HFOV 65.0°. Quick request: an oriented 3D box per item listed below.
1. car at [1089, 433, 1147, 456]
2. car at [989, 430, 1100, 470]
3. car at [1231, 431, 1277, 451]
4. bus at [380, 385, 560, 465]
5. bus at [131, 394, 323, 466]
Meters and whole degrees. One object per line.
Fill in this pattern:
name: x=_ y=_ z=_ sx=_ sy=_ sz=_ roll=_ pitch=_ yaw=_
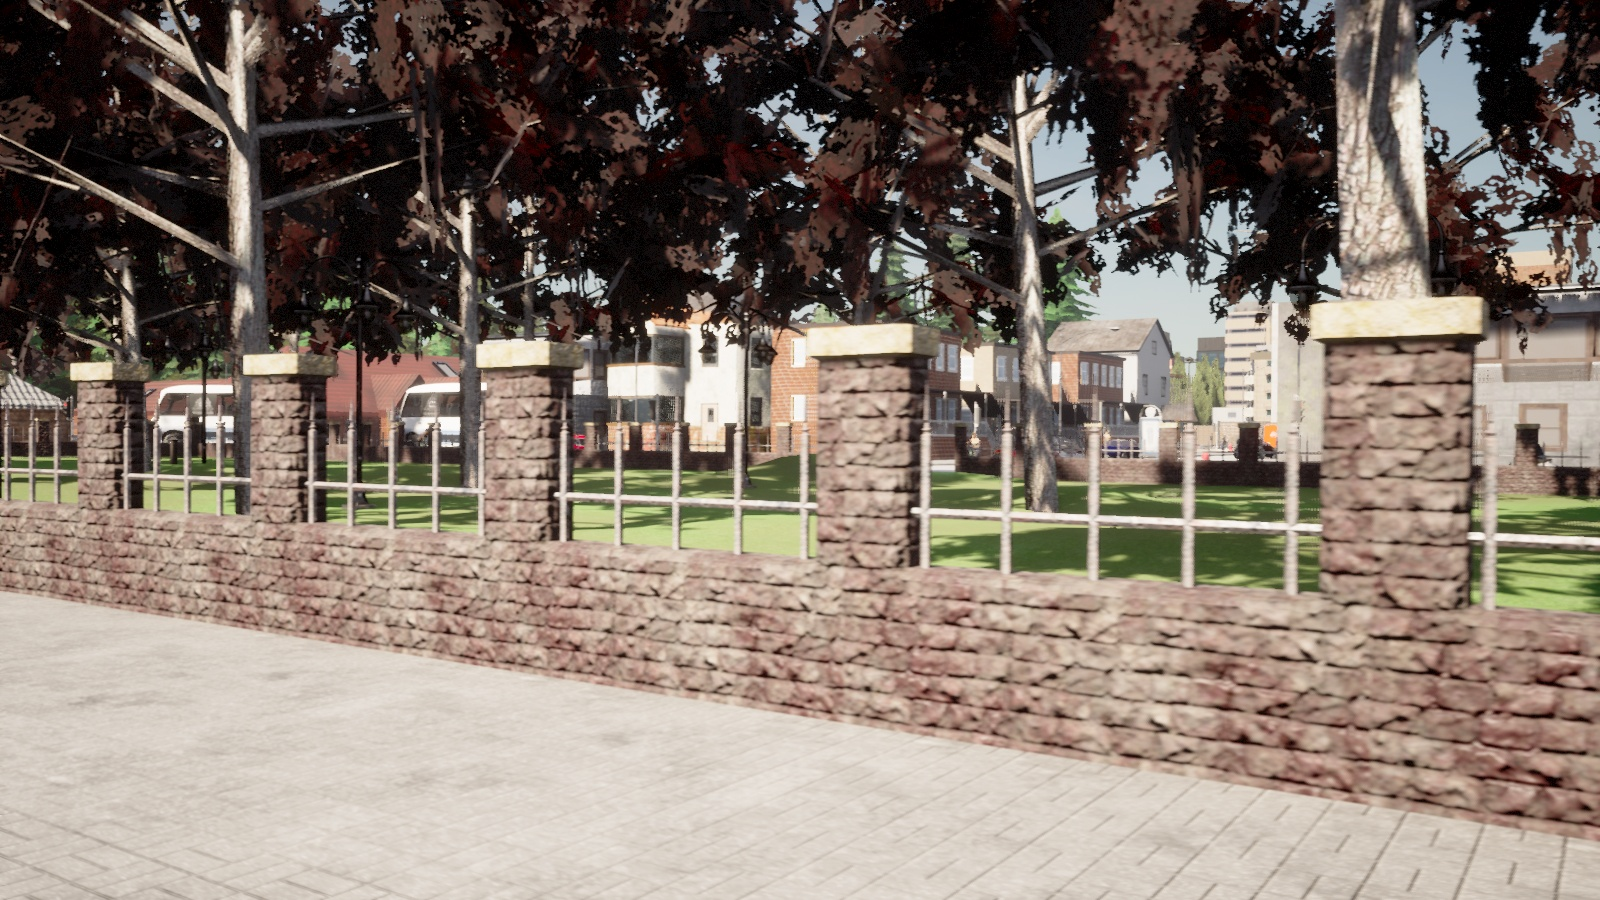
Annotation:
car: x=19.247 y=-0.331 z=75.812 sx=1.895 sy=1.301 sz=4.718 roll=0 pitch=1 yaw=34
car: x=9.325 y=-0.011 z=48.118 sx=1.970 sy=1.475 sz=3.806 roll=-1 pitch=1 yaw=-37
car: x=31.481 y=-0.637 z=86.955 sx=1.994 sy=1.385 sz=4.181 roll=0 pitch=1 yaw=35
bus: x=-18.768 y=-1.346 z=71.118 sx=10.273 sy=4.253 sz=3.944 roll=0 pitch=1 yaw=34
bus: x=-35.401 y=-1.259 z=78.103 sx=10.273 sy=4.253 sz=3.944 roll=-1 pitch=0 yaw=-15
